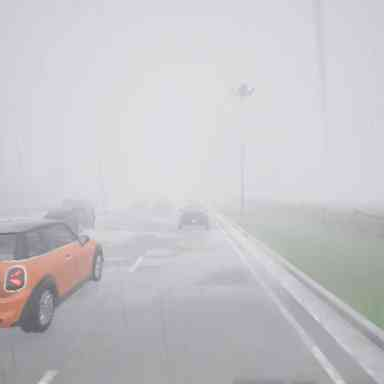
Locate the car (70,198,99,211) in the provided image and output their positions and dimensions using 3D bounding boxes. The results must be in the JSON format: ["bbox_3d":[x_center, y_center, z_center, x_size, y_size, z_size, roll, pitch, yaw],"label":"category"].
[{"bbox_3d":[-13.883,1.597,43.277,2.033,1.411,5.357,0,0,0],"label":"car"}]

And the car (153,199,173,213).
[{"bbox_3d":[-3.385,1.549,38.496,1.837,1.490,4.892,0,0,0],"label":"car"}]

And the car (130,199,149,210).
[{"bbox_3d":[-6.883,1.598,44.061,2.033,1.411,5.357,0,0,0],"label":"car"}]

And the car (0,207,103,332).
[{"bbox_3d":[-3.396,1.360,7.001,2.097,1.767,4.553,0,0,0],"label":"car"}]

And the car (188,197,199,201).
[{"bbox_3d":[0.119,1.510,47.480,1.801,1.575,5.366,0,0,0],"label":"car"}]

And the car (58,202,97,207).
[{"bbox_3d":[-6.893,1.527,19.068,1.837,1.490,4.892,0,0,0],"label":"car"}]

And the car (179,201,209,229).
[{"bbox_3d":[0.112,1.551,21.844,1.812,1.442,4.674,0,0,0],"label":"car"}]

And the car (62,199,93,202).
[{"bbox_3d":[-10.389,1.386,29.973,2.097,1.767,4.553,0,0,0],"label":"car"}]
